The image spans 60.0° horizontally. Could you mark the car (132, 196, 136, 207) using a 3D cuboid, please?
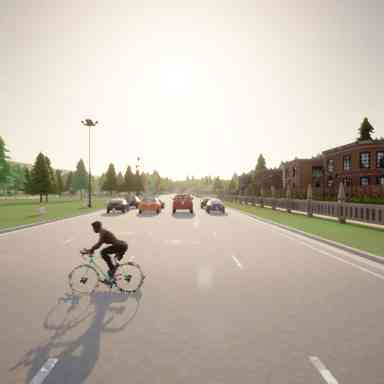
[{"bbox_3d":[-8.344,1.352,46.540,2.097,1.767,4.553,0,0,-1],"label":"car"}]

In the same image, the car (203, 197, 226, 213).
[{"bbox_3d":[2.501,1.526,36.399,1.812,1.442,4.674,0,0,-1],"label":"car"}]

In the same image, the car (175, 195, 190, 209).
[{"bbox_3d":[-1.358,1.352,47.165,2.097,1.767,4.553,0,0,-1],"label":"car"}]

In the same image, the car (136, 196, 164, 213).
[{"bbox_3d":[-4.498,1.352,36.229,2.097,1.767,4.553,0,0,-1],"label":"car"}]

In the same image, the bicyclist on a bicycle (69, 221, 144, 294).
[{"bbox_3d":[-1.908,1.455,7.329,1.656,1.620,0.582,-2,0,-2],"label":"bicyclist on a bicycle"}]

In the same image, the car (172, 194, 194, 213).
[{"bbox_3d":[-1.009,1.221,36.624,2.150,2.045,5.566,0,0,-1],"label":"car"}]

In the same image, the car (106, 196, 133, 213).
[{"bbox_3d":[-8.002,1.505,36.295,1.837,1.490,4.892,0,0,-1],"label":"car"}]

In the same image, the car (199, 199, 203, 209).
[{"bbox_3d":[2.160,1.505,46.383,1.837,1.490,4.892,0,0,-1],"label":"car"}]
